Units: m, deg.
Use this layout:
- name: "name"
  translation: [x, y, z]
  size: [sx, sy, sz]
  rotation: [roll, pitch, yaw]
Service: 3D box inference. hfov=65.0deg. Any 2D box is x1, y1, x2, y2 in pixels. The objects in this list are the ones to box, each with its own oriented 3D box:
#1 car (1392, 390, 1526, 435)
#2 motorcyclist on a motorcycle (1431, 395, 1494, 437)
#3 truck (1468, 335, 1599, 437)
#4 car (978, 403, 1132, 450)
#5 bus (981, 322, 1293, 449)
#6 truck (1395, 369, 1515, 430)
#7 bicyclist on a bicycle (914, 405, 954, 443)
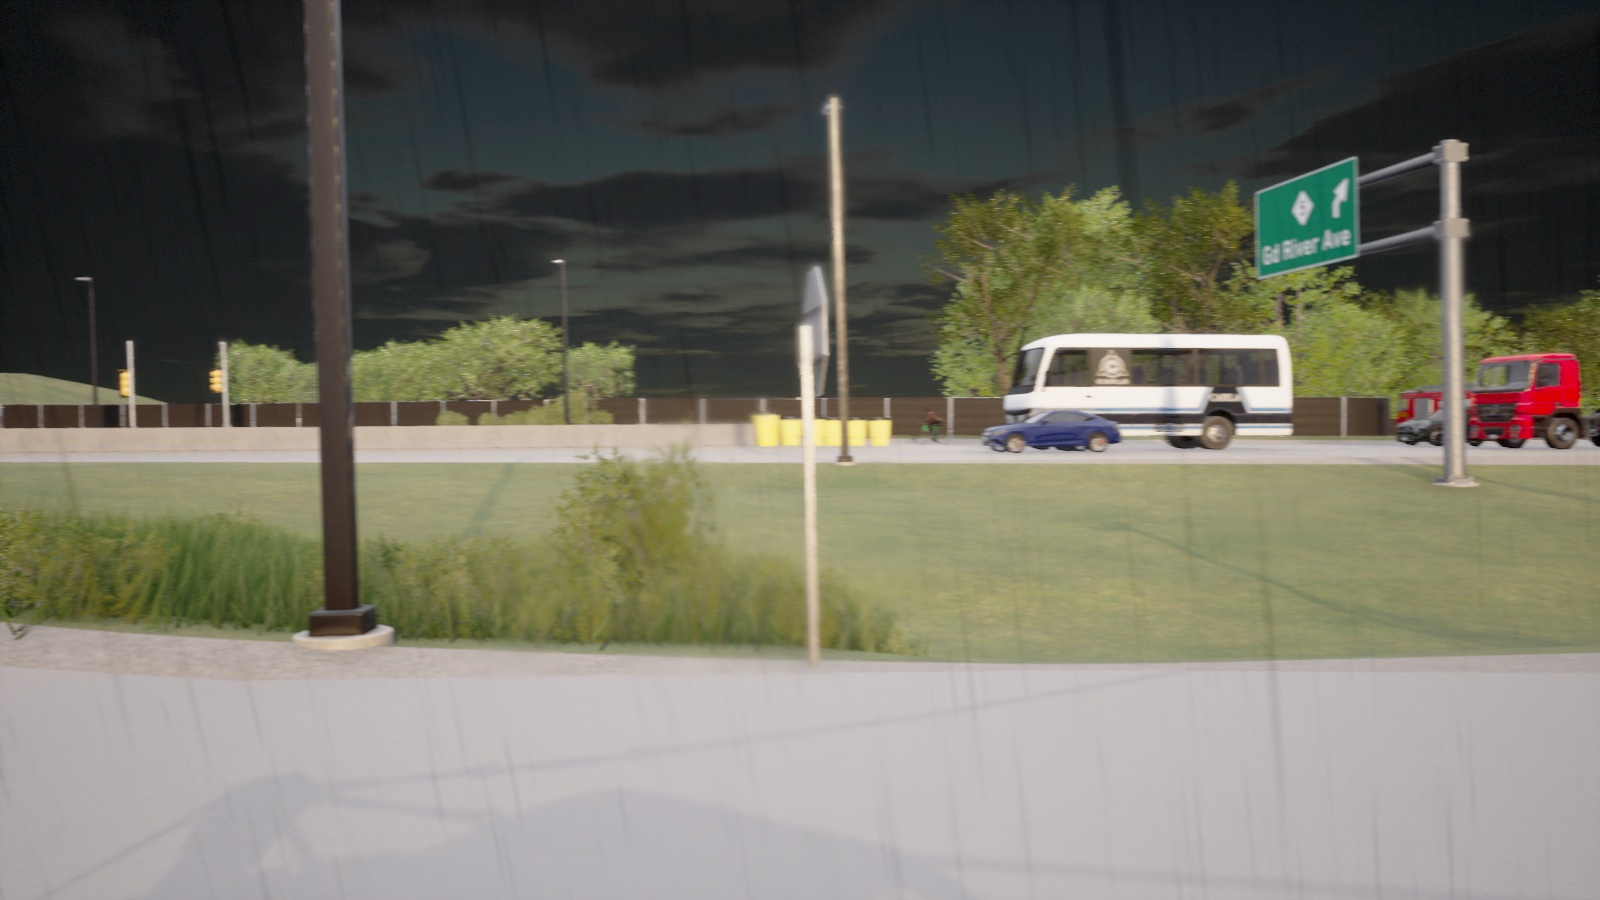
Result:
- name: "car"
  translation: [27.588, -1.550, 52.644]
  size: [4.553, 1.767, 2.097]
  rotation: [-1, 1, -6]
- name: "motorcyclist on a motorcycle"
  translation: [25.308, -1.297, 47.976]
  size: [2.044, 1.523, 0.797]
  rotation: [-1, 1, -8]
- name: "truck"
  translation: [28.503, -2.282, 44.895]
  size: [7.936, 3.462, 2.891]
  rotation: [-1, 1, -8]
- name: "car"
  translation: [8.499, -0.774, 41.976]
  size: [4.674, 1.442, 1.812]
  rotation: [-1, 1, -8]
- name: "bus"
  translation: [12.206, -2.328, 46.038]
  size: [10.273, 4.253, 3.944]
  rotation: [-1, 1, -8]
- name: "truck"
  translation: [45.105, -3.405, 86.866]
  size: [2.891, 3.827, 8.468]
  rotation: [-3, 1, -8]
- name: "bicyclist on a bicycle"
  translation: [5.909, -1.134, 55.442]
  size: [1.656, 1.620, 0.582]
  rotation: [-1, 1, 12]
